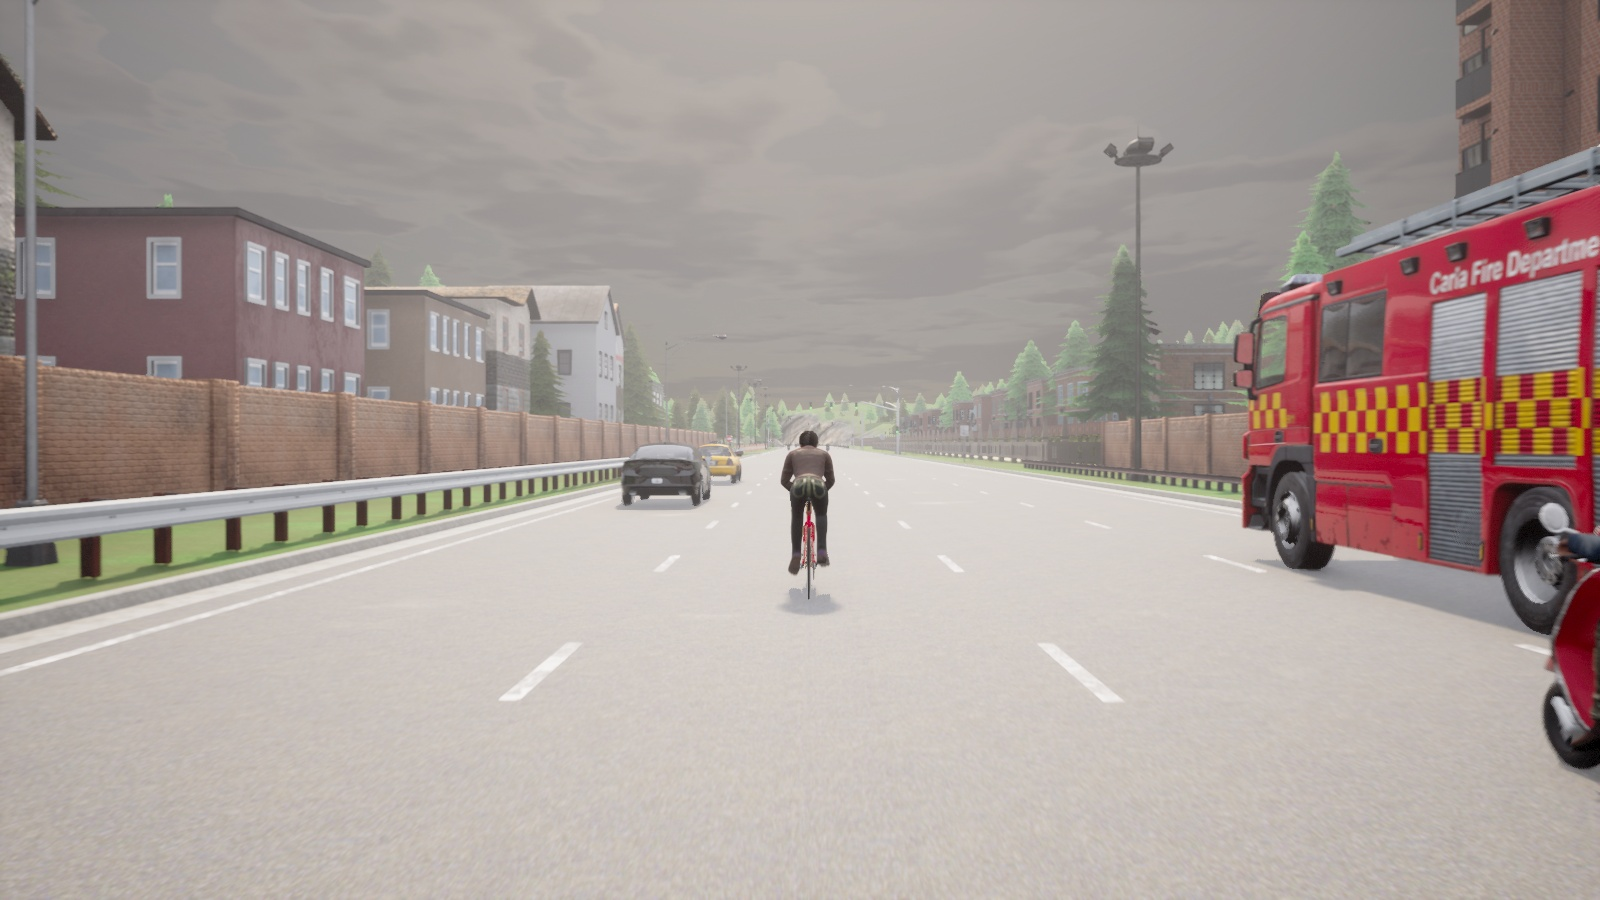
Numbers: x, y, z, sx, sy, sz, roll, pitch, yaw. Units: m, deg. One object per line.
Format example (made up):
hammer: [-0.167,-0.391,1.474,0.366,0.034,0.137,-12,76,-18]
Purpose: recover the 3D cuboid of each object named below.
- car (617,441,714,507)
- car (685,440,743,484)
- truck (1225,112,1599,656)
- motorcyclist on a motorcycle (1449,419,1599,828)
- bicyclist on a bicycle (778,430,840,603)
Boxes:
car: [-3.304,0.542,31.747,1.882,1.535,5.008,0,0,0]
car: [-3.212,0.412,47.882,1.801,1.575,5.366,0,0,0]
truck: [7.087,-0.483,12.481,2.891,3.827,8.468,0,0,0]
motorcyclist on a motorcycle: [3.544,0.674,5.115,0.866,1.590,1.817,0,0,0]
bicyclist on a bicycle: [0.087,0.628,12.587,0.582,1.620,1.656,0,0,0]
